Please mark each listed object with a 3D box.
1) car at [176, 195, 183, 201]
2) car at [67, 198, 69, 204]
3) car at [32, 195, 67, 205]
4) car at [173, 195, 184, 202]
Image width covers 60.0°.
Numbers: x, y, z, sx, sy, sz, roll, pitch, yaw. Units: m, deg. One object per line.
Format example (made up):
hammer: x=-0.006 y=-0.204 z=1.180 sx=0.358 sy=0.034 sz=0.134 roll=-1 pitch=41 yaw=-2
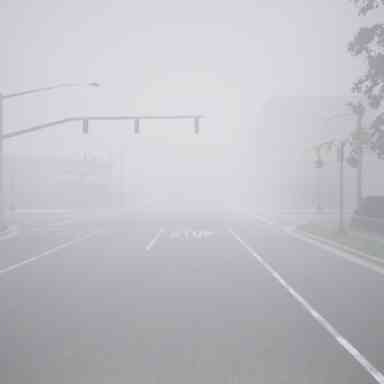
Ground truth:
car: x=-3.348 y=1.509 z=89.856 sx=1.837 sy=1.490 sz=4.892 roll=0 pitch=0 yaw=0
car: x=-24.033 y=1.463 z=59.307 sx=3.806 sy=1.475 sz=1.970 roll=0 pitch=0 yaw=1
car: x=-23.316 y=1.302 z=53.556 sx=4.611 sy=1.667 sz=2.242 roll=0 pitch=0 yaw=1
car: x=-3.209 y=1.549 z=73.275 sx=2.033 sy=1.411 sz=5.357 roll=0 pitch=0 yaw=0
